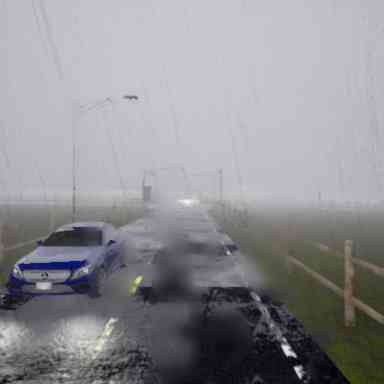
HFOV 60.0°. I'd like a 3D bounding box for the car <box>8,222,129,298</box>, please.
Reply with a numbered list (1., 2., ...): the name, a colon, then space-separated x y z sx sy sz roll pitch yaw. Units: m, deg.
1. car: -2.840 1.549 8.701 1.812 1.442 4.674 0 0 0
